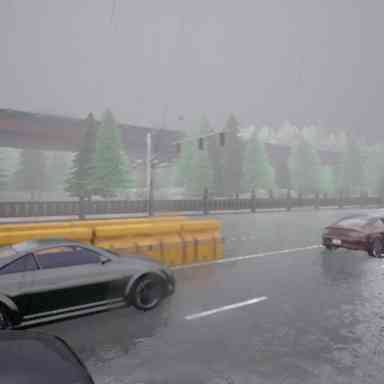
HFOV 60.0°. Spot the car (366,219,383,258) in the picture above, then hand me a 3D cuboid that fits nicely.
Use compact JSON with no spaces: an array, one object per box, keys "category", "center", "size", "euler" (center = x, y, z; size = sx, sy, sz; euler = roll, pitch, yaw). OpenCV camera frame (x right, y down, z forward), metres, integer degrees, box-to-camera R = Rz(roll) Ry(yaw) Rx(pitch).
[{"category":"car","center":[6.933,1.540,8.705],"size":[4.902,1.511,2.128],"euler":[0,0,-35]}]

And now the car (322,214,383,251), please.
[{"category":"car","center":[6.965,1.586,13.022],"size":[4.674,1.442,1.812],"euler":[0,0,-35]}]

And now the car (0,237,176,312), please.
[{"category":"car","center":[-2.396,1.571,6.336],"size":[4.181,1.385,1.994],"euler":[0,0,-36]}]

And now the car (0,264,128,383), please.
[{"category":"car","center":[-2.625,1.558,1.870],"size":[4.181,1.385,1.994],"euler":[0,0,-36]}]
